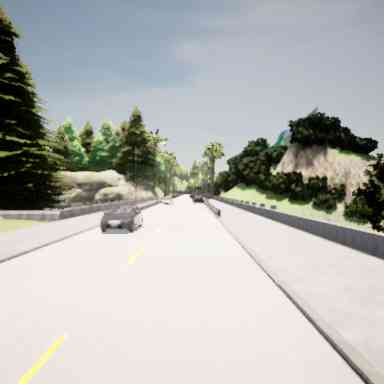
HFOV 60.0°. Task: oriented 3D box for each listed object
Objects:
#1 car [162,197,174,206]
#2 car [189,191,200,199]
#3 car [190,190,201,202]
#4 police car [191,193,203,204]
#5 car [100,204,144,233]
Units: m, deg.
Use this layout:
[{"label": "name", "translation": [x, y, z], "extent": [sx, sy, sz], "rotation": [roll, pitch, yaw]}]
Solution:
[{"label": "car", "translation": [-3.986, 1.549, 55.409], "extent": [1.812, 1.442, 4.674], "rotation": [0, 0, 1]}, {"label": "car", "translation": [0.885, 0.980, 76.643], "extent": [2.150, 2.045, 5.566], "rotation": [-25, 0, 0]}, {"label": "car", "translation": [0.882, 0.982, 82.645], "extent": [2.150, 2.045, 5.566], "rotation": [-25, 0, 0]}, {"label": "police car", "translation": [1.215, 1.447, 66.729], "extent": [1.930, 1.638, 5.238], "rotation": [0, 0, 0]}, {"label": "car", "translation": [-4.080, 1.499, 19.903], "extent": [2.128, 1.511, 4.902], "rotation": [0, 0, 0]}]
